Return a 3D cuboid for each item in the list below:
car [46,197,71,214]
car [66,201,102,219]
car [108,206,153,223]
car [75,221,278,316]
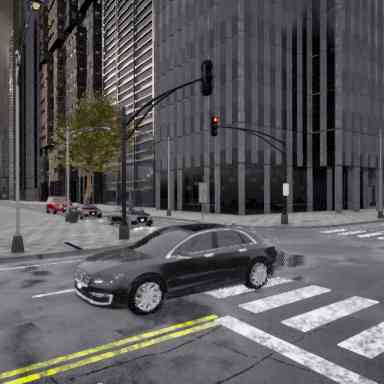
[{"bbox_3d":[-16.113,1.573,40.326,2.150,2.045,5.566,0,0,-35],"label":"car"},{"bbox_3d":[-10.211,1.816,31.995,1.994,1.385,4.181,0,0,-36],"label":"car"},{"bbox_3d":[-4.489,1.728,23.960,1.994,1.385,4.181,0,0,-35],"label":"car"},{"bbox_3d":[-0.112,1.512,7.605,4.892,1.490,1.837,1,0,-36],"label":"car"}]
